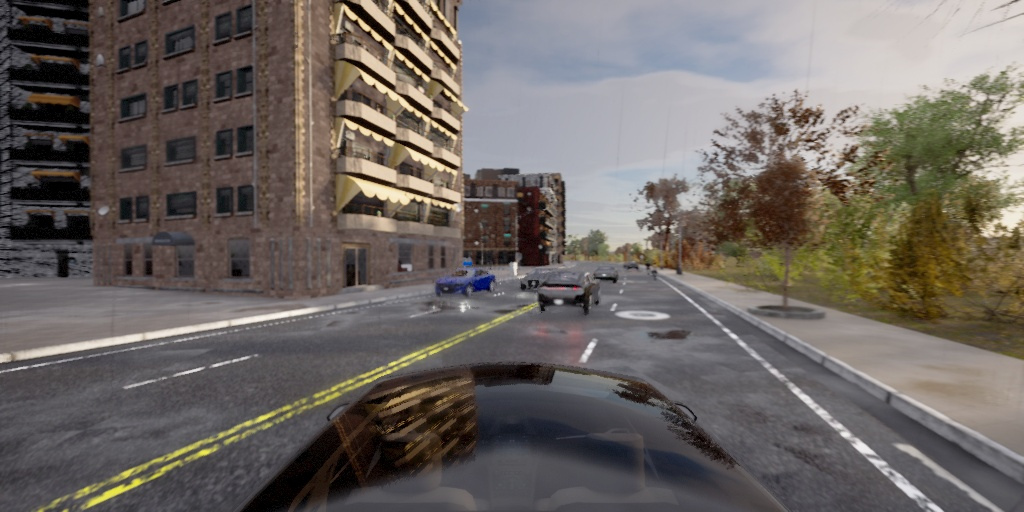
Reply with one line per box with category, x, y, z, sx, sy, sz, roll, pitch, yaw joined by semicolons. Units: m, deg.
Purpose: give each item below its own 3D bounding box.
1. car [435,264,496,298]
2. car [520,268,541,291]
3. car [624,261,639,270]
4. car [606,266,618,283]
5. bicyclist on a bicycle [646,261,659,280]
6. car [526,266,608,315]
car;-2.524;1.417;20.489;1.882;1.535;5.008;0;-1;19
car;1.933;1.506;23.447;1.994;1.385;4.181;0;-1;19
car;20.823;1.685;61.919;1.837;1.490;4.892;-1;0;16
car;8.179;1.543;31.253;1.994;1.385;4.181;-1;-1;18
bicyclist on a bicycle;12.670;1.395;31.864;0.866;1.612;1.509;-1;-1;18
car;2.406;1.346;14.370;2.128;1.511;4.902;-1;-1;20
